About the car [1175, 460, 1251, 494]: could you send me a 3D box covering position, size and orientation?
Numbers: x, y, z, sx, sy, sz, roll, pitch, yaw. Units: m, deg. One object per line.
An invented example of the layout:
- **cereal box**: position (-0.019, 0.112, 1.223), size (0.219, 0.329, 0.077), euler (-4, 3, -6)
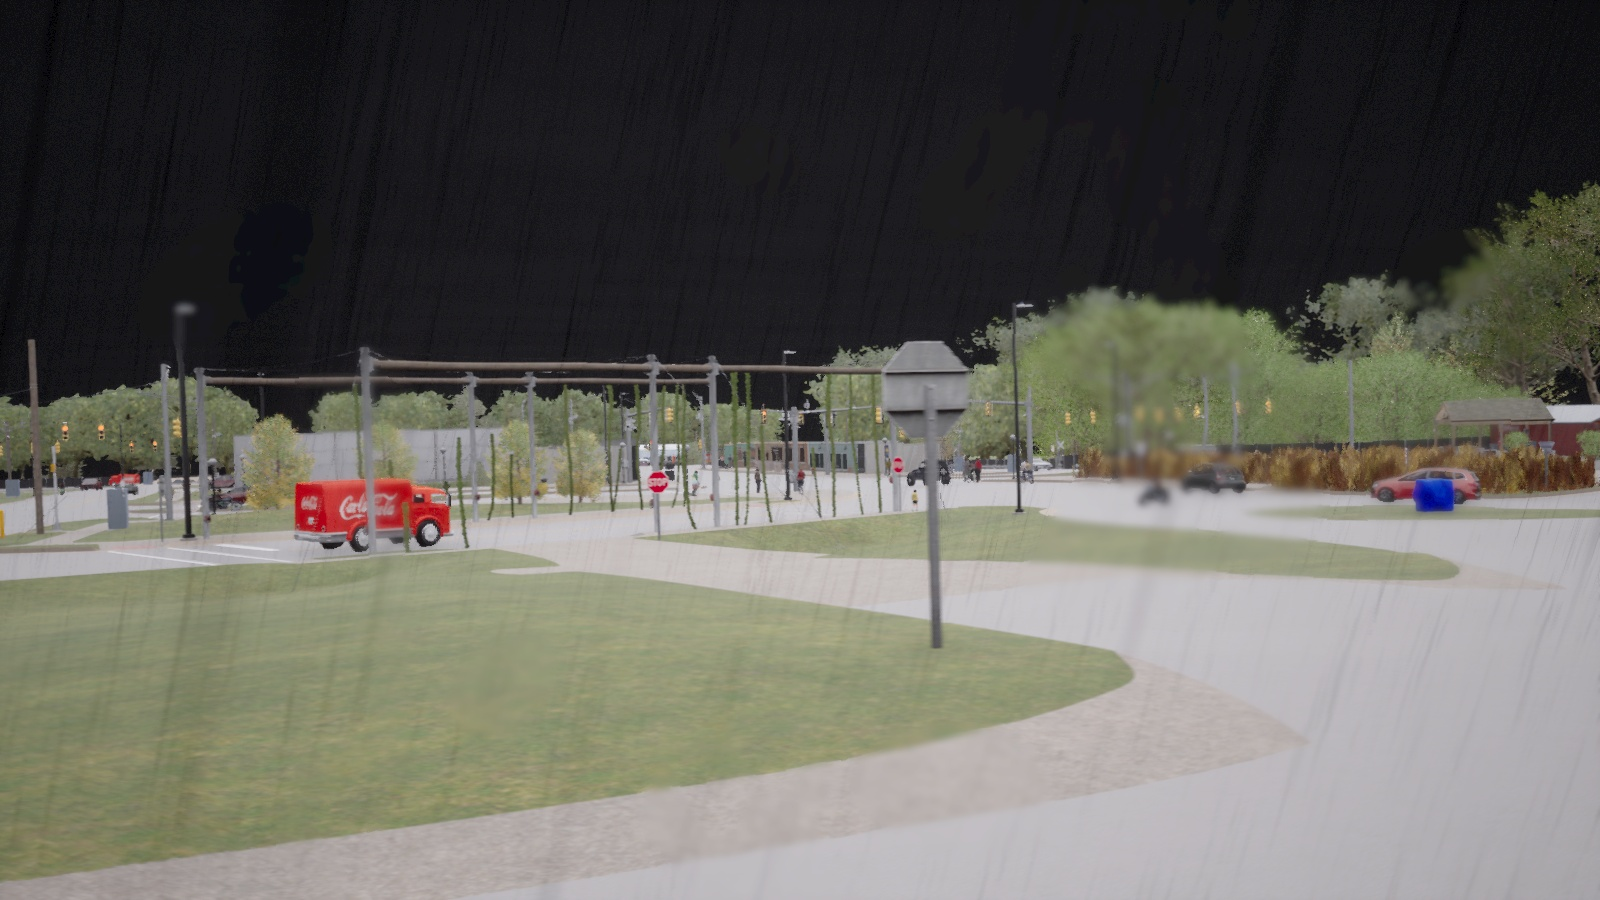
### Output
- **car**: position (22.468, 1.454, 68.467), size (1.851, 1.617, 3.988), euler (-3, 1, -18)

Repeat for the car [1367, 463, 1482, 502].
- **car**: position (29.064, 1.489, 58.468), size (4.611, 1.667, 2.242), euler (0, 1, 31)

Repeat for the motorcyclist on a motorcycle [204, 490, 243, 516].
- **motorcyclist on a motorcycle**: position (-39.039, 3.582, 85.065), size (2.350, 1.649, 0.766), euler (-1, 0, -20)

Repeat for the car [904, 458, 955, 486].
- **car**: position (9.280, 1.575, 90.185), size (1.905, 1.878, 3.866), euler (-3, 0, -24)

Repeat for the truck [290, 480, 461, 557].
- **truck**: position (-15.209, 2.378, 45.216), size (2.627, 2.467, 5.204), euler (-1, 0, 42)

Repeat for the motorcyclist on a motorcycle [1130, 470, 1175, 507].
- **motorcyclist on a motorcycle**: position (16.756, 1.819, 59.597), size (2.350, 1.649, 0.766), euler (-2, 1, -37)
